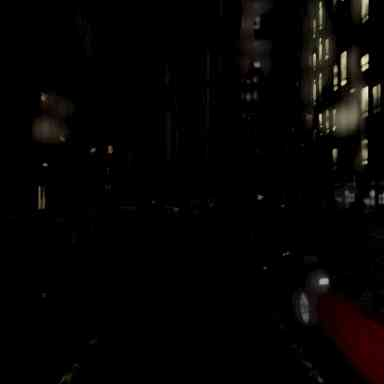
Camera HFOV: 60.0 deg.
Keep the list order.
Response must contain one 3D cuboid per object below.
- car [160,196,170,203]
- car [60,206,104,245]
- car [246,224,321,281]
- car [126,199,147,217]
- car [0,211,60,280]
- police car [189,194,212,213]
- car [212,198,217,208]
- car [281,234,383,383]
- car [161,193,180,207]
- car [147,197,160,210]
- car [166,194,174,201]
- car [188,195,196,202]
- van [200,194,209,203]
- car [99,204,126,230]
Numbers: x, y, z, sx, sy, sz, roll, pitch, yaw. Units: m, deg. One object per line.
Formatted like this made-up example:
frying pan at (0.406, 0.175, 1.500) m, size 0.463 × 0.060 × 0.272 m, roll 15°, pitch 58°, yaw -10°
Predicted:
car at (-5.693, 1.511, 70.351) m, size 1.887 × 1.381 × 4.507 m, roll 0°, pitch 0°, yaw 0°
car at (-5.693, 1.534, 15.109) m, size 2.008 × 1.369 × 4.403 m, roll 0°, pitch 0°, yaw 0°
car at (2.688, 1.555, 9.589) m, size 1.947 × 1.339 × 4.313 m, roll 0°, pitch 0°, yaw 0°
car at (-5.693, 1.499, 31.511) m, size 1.752 × 1.417 × 4.829 m, roll 0°, pitch 0°, yaw 0°
car at (-5.693, 1.429, 9.586) m, size 1.967 × 1.590 × 4.097 m, roll 0°, pitch 0°, yaw 0°
police car at (0.901, 1.397, 37.385) m, size 1.930 × 1.638 × 5.238 m, roll 0°, pitch 0°, yaw 0°
car at (2.687, 1.519, 48.257) m, size 2.008 × 1.369 × 4.403 m, roll 0°, pitch 0°, yaw 0°
car at (2.688, 1.540, 4.064) m, size 1.887 × 1.381 × 4.507 m, roll 0°, pitch 0°, yaw 0°
car at (-3.079, 1.188, 50.826) m, size 2.150 × 2.045 × 5.566 m, roll 0°, pitch 0°, yaw 0°
car at (-5.693, 1.520, 42.731) m, size 2.008 × 1.369 × 4.403 m, roll 0°, pitch 0°, yaw 0°
car at (-5.693, 1.411, 86.923) m, size 1.967 × 1.590 × 4.097 m, roll 0°, pitch 0°, yaw 0°
car at (0.001, 1.373, 72.720) m, size 1.837 × 1.490 × 4.892 m, roll 0°, pitch 0°, yaw 0°
van at (2.685, 1.308, 70.354) m, size 1.690 × 1.788 × 3.998 m, roll 0°, pitch 0°, yaw 0°
car at (-5.693, 1.530, 20.634) m, size 2.008 × 1.369 × 4.403 m, roll 0°, pitch 0°, yaw 0°
